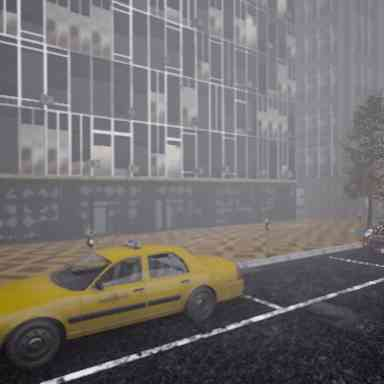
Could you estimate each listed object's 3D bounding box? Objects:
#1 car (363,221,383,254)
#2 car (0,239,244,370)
[{"bbox_3d":[8.130,1.475,12.369,4.097,1.590,1.967,0,-1,-35],"label":"car"},{"bbox_3d":[-1.262,1.531,5.668,4.829,1.417,1.752,0,-1,-35],"label":"car"}]
